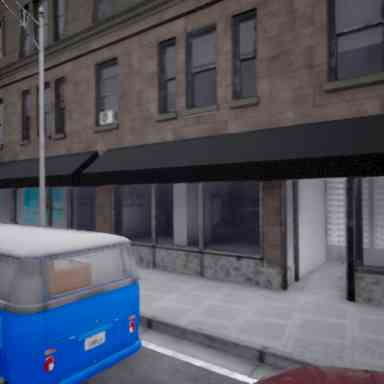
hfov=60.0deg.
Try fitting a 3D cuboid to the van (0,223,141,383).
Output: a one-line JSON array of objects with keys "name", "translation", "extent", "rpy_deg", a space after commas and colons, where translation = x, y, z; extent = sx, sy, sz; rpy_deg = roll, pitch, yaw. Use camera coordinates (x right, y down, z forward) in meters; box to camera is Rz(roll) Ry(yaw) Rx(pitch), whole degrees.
[{"name": "van", "translation": [-2.554, 1.387, 4.669], "extent": [3.998, 1.788, 1.690], "rpy_deg": [-1, 0, 35]}]

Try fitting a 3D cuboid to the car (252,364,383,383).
[{"name": "car", "translation": [2.065, 1.572, 1.375], "extent": [4.206, 1.307, 1.802], "rpy_deg": [-1, 0, 35]}]
